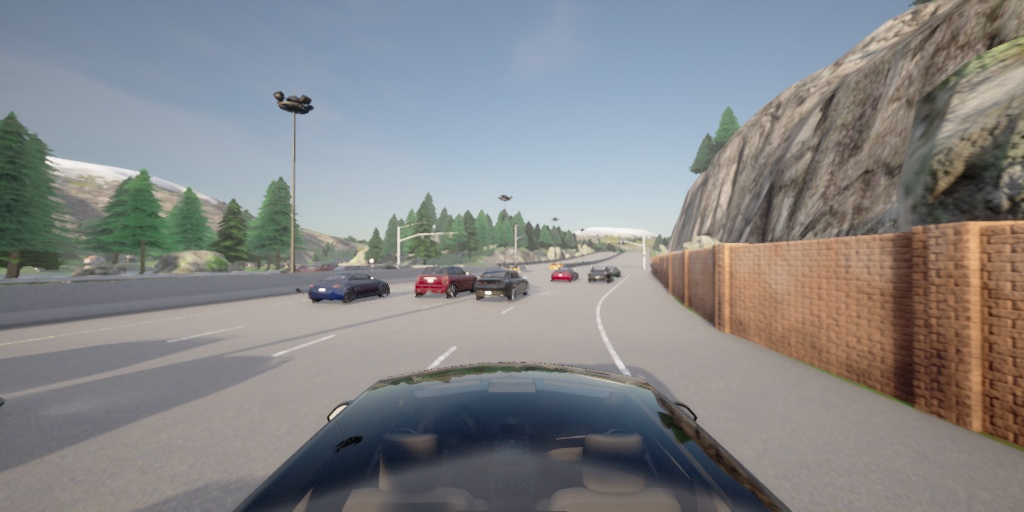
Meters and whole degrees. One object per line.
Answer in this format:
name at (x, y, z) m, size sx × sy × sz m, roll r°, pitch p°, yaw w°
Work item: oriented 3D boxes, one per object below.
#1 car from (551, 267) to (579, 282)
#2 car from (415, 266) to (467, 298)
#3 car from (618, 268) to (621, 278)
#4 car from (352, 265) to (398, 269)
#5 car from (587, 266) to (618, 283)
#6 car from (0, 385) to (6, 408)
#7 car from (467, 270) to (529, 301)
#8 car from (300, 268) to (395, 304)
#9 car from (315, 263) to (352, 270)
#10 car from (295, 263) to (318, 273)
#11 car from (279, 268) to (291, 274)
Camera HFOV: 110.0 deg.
car at (5.111, 1.723, 34.478) m, size 1.994 × 1.385 × 4.181 m, roll 0°, pitch -1°, yaw 20°
car at (-3.583, 1.324, 20.419) m, size 2.097 × 1.767 × 4.553 m, roll 0°, pitch -1°, yaw 16°
car at (11.742, 1.830, 42.334) m, size 1.994 × 1.385 × 4.181 m, roll 0°, pitch -1°, yaw 21°
car at (-13.164, 1.657, 35.909) m, size 1.837 × 1.490 × 4.892 m, roll 0°, pitch -1°, yaw 21°
car at (7.963, 1.627, 32.139) m, size 2.128 × 1.511 × 4.902 m, roll 0°, pitch -1°, yaw 20°
car at (-6.757, 1.235, 1.991) m, size 2.128 × 1.511 × 4.902 m, roll 0°, pitch -1°, yaw 1°
car at (-0.412, 1.466, 18.941) m, size 1.837 × 1.490 × 4.892 m, roll 0°, pitch 0°, yaw 17°
car at (-7.965, 1.499, 17.916) m, size 1.994 × 1.385 × 4.181 m, roll 0°, pitch -1°, yaw 14°
car at (-16.855, 1.667, 36.066) m, size 1.812 × 1.442 × 4.674 m, roll 0°, pitch -1°, yaw 21°
car at (-19.993, 1.507, 37.661) m, size 2.097 × 1.767 × 4.553 m, roll 0°, pitch -1°, yaw 21°
car at (-23.135, 1.735, 39.239) m, size 1.994 × 1.385 × 4.181 m, roll 0°, pitch -1°, yaw 21°
